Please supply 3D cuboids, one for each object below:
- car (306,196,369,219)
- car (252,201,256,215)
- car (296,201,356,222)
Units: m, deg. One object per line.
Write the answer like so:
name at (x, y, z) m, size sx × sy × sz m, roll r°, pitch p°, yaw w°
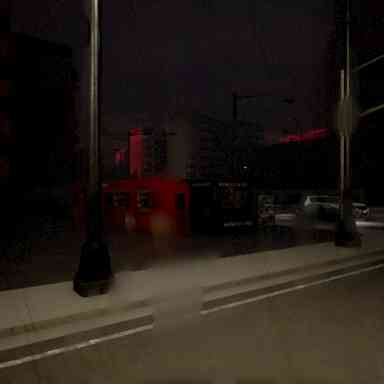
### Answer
car at (12.785, 1.338, 29.932) m, size 2.150 × 2.045 × 5.566 m, roll 0°, pitch -1°, yaw -36°
car at (5.385, 1.684, 34.184) m, size 1.882 × 1.535 × 5.008 m, roll 0°, pitch -1°, yaw -36°
car at (10.565, 1.667, 27.023) m, size 1.994 × 1.385 × 4.181 m, roll 0°, pitch -1°, yaw -36°
